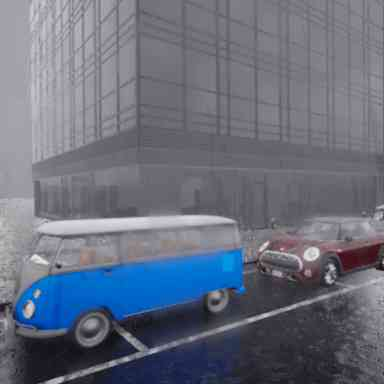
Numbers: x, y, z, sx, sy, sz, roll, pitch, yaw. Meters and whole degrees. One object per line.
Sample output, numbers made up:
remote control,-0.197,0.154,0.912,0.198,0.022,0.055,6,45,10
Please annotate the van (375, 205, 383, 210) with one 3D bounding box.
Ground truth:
van,8.263,1.333,12.433,3.998,1.788,1.690,0,-1,-35

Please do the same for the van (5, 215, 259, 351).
van,-0.898,1.340,5.903,3.998,1.788,1.690,0,-1,-35

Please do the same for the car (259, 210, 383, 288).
car,3.684,1.436,9.168,4.097,1.590,1.967,0,-1,-35
